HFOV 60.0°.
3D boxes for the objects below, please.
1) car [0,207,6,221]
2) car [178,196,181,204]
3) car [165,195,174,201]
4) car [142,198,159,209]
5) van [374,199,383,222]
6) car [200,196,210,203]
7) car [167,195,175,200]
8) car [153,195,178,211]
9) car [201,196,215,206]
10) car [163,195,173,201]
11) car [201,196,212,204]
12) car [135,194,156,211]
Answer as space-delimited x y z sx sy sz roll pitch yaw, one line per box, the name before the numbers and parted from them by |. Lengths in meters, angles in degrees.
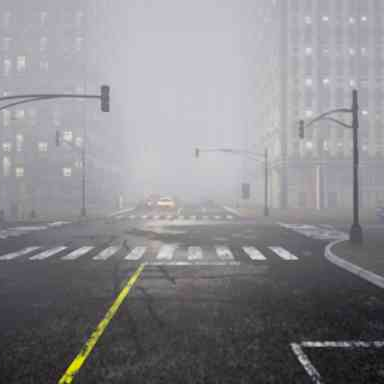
car | -16.498 1.471 25.138 4.097 1.590 1.967 0 -1 0
car | -3.030 1.414 60.826 1.882 1.535 5.008 0 0 0
car | -5.696 1.462 85.161 2.008 1.369 4.403 1 0 0
car | -5.688 1.533 46.135 1.802 1.307 4.206 1 0 0
van | 15.977 1.427 25.073 3.998 1.788 1.690 0 -1 0
car | 2.687 1.494 68.507 1.947 1.339 4.313 1 0 0
car | -5.698 1.451 90.737 1.887 1.381 4.507 1 0 0
car | -3.098 1.435 39.770 1.882 1.535 5.008 0 0 0
car | 2.690 1.528 51.774 1.802 1.307 4.206 1 0 0
car | -5.695 1.462 79.586 1.887 1.381 4.507 1 0 0
car | 2.690 1.459 63.100 1.752 1.417 4.829 1 0 0
car | -5.684 1.397 40.560 1.967 1.590 4.097 1 0 0
